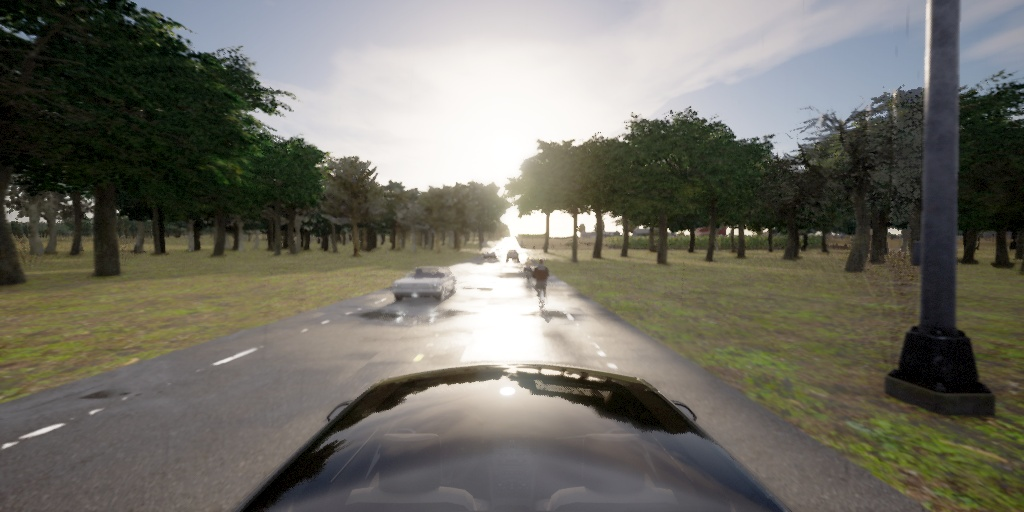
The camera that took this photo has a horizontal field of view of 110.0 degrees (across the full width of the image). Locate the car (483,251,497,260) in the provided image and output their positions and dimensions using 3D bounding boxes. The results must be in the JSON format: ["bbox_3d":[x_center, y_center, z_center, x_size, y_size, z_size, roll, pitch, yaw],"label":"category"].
[{"bbox_3d":[-3.522,-0.164,58.444,1.994,1.385,4.181,0,2,1],"label":"car"}]

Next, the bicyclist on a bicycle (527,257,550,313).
[{"bbox_3d":[0.966,0.957,12.024,0.659,1.776,1.843,0,1,0],"label":"bicyclist on a bicycle"}]

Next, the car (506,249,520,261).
[{"bbox_3d":[0.102,-0.060,53.302,2.128,1.511,4.902,0,2,0],"label":"car"}]

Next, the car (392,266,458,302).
[{"bbox_3d":[-3.592,1.127,15.547,1.895,1.301,4.718,0,1,0],"label":"car"}]

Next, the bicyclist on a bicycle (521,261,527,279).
[{"bbox_3d":[0.984,0.837,22.037,0.866,1.612,1.509,0,1,0],"label":"bicyclist on a bicycle"}]
